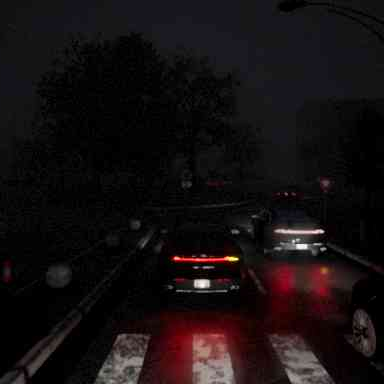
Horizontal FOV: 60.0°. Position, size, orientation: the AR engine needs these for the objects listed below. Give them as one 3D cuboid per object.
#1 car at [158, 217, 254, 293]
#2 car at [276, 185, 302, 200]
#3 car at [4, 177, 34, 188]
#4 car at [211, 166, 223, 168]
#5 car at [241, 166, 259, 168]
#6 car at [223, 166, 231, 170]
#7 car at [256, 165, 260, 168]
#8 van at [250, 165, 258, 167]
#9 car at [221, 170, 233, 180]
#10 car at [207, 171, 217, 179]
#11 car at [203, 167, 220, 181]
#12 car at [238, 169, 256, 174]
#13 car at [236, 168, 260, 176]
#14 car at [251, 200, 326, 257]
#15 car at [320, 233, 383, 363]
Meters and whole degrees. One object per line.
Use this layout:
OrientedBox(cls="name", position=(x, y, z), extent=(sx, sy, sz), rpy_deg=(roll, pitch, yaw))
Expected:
OrientedBox(cls="car", position=(0.213, 1.414, 8.622), extent=(1.837, 1.490, 4.892), rpy_deg=(0, 1, 1))
OrientedBox(cls="car", position=(8.978, 0.044, 30.628), extent=(2.033, 1.411, 5.357), rpy_deg=(2, 5, 22))
OrientedBox(cls="car", position=(-25.534, -1.453, 48.955), extent=(5.008, 1.535, 1.882), rpy_deg=(2, 6, 28))
OrientedBox(cls="car", position=(6.078, -5.046, 84.962), extent=(2.097, 1.767, 4.553), rpy_deg=(1, 6, 10))
OrientedBox(cls="car", position=(13.564, -4.800, 82.285), extent=(4.553, 1.767, 2.185), rpy_deg=(1, 6, 10))
OrientedBox(cls="car", position=(9.955, -5.420, 89.793), extent=(1.882, 1.535, 5.008), rpy_deg=(1, 6, 11))
OrientedBox(cls="car", position=(14.479, -5.473, 87.670), extent=(5.566, 2.045, 2.435), rpy_deg=(1, 6, 10))
OrientedBox(cls="van", position=(13.881, -5.176, 85.004), extent=(4.442, 1.987, 1.878), rpy_deg=(1, 6, 10))
OrientedBox(cls="car", position=(7.178, -3.212, 68.251), extent=(1.812, 1.442, 4.674), rpy_deg=(0, 6, 3))
OrientedBox(cls="car", position=(4.582, -3.951, 75.525), extent=(1.837, 1.490, 4.892), rpy_deg=(1, 6, 9))
OrientedBox(cls="car", position=(3.875, -3.213, 65.197), extent=(2.150, 2.045, 5.566), rpy_deg=(0, 6, 1))
OrientedBox(cls="car", position=(15.398, -5.726, 92.935), extent=(4.674, 1.452, 2.002), rpy_deg=(1, 6, 11))
OrientedBox(cls="car", position=(13.065, -4.402, 79.602), extent=(4.892, 1.521, 2.231), rpy_deg=(1, 6, 10))
OrientedBox(cls="car", position=(3.332, 1.296, 12.199), extent=(2.128, 1.511, 4.902), rpy_deg=(0, 2, 2))
OrientedBox(cls="car", position=(3.160, 1.471, 2.918), extent=(2.128, 1.511, 4.902), rpy_deg=(0, 0, 0))
